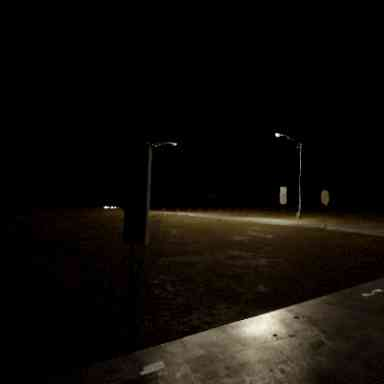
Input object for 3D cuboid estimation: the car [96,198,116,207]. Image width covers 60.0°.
[{"bbox_3d":[-13.819,1.694,53.429,1.994,1.385,4.181,3,-2,-36],"label":"car"}]
